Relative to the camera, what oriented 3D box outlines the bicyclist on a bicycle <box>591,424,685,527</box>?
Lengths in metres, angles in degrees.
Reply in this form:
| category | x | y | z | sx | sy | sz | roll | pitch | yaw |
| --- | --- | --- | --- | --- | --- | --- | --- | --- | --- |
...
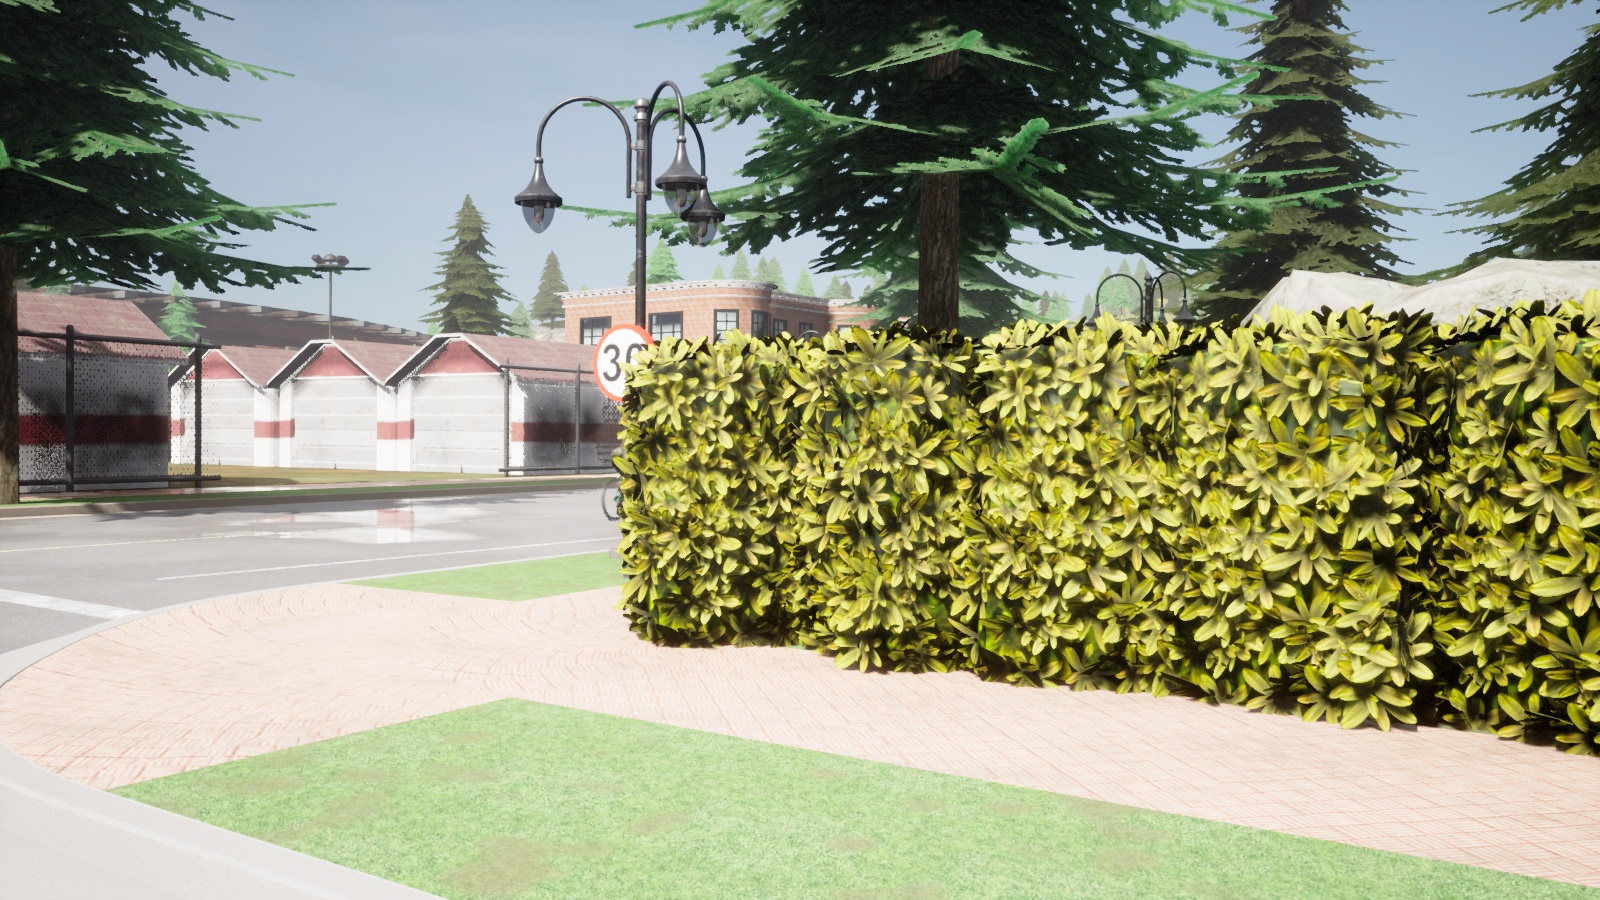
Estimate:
| category | x | y | z | sx | sy | sz | roll | pitch | yaw |
| --- | --- | --- | --- | --- | --- | --- | --- | --- | --- |
| bicyclist on a bicycle | -2.641 | 0.388 | 20.640 | 0.582 | 1.620 | 1.656 | 0 | 1 | 33 |
